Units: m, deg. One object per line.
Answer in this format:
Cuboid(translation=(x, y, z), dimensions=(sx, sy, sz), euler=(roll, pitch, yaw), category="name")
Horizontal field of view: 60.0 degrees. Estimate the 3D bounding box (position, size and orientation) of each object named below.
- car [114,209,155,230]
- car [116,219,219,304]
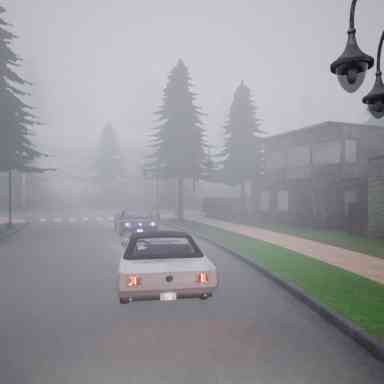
Cuboid(translation=(-3.196, 1.601, 18.253), dimensions=(1.895, 1.301, 4.718), euler=(0, 0, -18), category="car")
Cuboid(translation=(-0.805, 1.601, 8.204), dimensions=(1.895, 1.301, 4.718), euler=(0, 0, -10), category="car")
